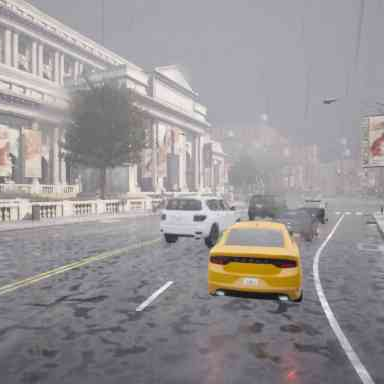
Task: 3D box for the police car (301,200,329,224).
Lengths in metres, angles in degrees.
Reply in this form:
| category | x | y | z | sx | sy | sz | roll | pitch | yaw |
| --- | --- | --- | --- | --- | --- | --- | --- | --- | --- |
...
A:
| category | x | y | z | sx | sy | sz | roll | pitch | yaw |
| --- | --- | --- | --- | --- | --- | --- | --- | --- | --- |
| police car | 9.169 | 1.425 | 25.099 | 1.930 | 1.638 | 5.238 | 0 | 0 | 27 |

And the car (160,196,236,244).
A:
| category | x | y | z | sx | sy | sz | roll | pitch | yaw |
| --- | --- | --- | --- | --- | --- | --- | --- | --- | --- |
| car | 0.617 | 1.214 | 15.370 | 2.150 | 2.045 | 5.566 | 0 | -1 | 25 |

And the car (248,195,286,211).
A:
| category | x | y | z | sx | sy | sz | roll | pitch | yaw |
| --- | --- | --- | --- | --- | --- | --- | --- | --- | --- |
| car | 6.148 | 1.222 | 26.664 | 2.150 | 2.045 | 5.566 | 0 | 0 | 27 |

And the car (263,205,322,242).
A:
| category | x | y | z | sx | sy | sz | roll | pitch | yaw |
| --- | --- | --- | --- | --- | --- | --- | --- | --- | --- |
| car | 5.162 | 1.564 | 16.744 | 1.994 | 1.385 | 4.181 | 0 | 0 | 26 |

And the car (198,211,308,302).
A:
| category | x | y | z | sx | sy | sz | roll | pitch | yaw |
| --- | --- | --- | --- | --- | --- | --- | --- | --- | --- |
| car | 1.700 | 1.478 | 8.446 | 1.882 | 1.535 | 5.008 | 0 | 0 | 15 |
